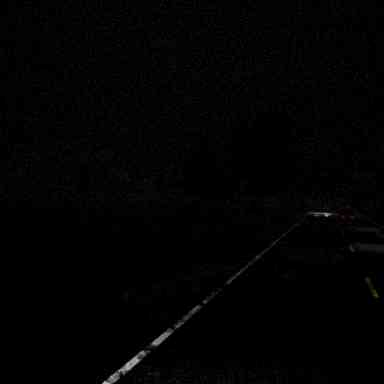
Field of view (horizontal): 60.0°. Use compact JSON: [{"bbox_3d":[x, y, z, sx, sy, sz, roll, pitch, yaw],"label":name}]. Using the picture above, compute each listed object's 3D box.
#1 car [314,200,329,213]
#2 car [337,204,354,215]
[{"bbox_3d":[22.745,2.524,58.373,2.150,2.045,5.566,1,-1,22],"label":"car"},{"bbox_3d":[23.691,2.766,51.053,1.812,1.442,4.674,1,-1,22],"label":"car"}]
